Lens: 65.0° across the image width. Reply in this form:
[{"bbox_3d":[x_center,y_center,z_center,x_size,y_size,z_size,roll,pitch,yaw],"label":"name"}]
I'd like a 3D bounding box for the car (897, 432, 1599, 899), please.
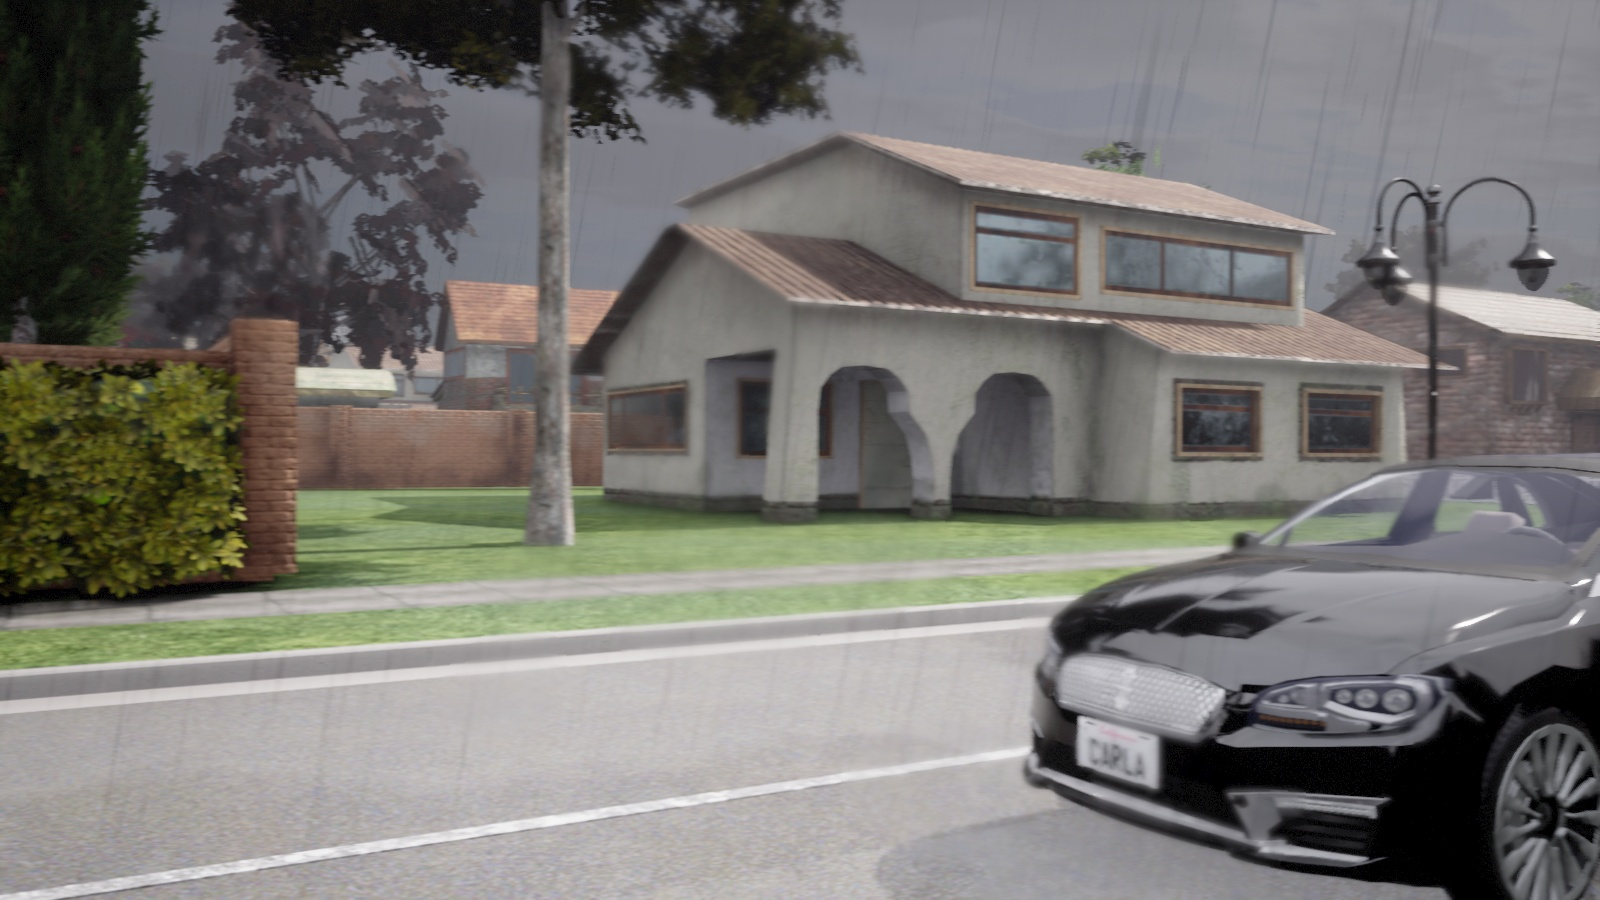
[{"bbox_3d":[3.045,0.715,5.372,4.902,1.511,2.128,0,0,-30],"label":"car"}]
